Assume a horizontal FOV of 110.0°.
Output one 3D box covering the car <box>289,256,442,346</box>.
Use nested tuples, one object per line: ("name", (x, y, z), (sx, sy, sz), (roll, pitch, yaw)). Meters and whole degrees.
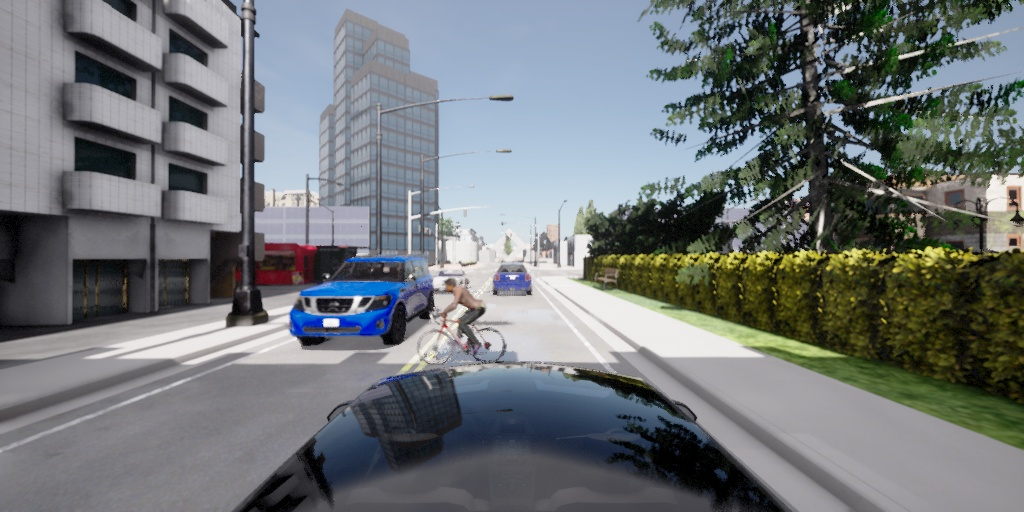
("car", (-3.633, 1.015, 9.941), (2.150, 2.045, 5.566), (0, -1, 0))

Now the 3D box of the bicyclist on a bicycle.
("bicyclist on a bicycle", (-0.953, 1.226, 6.647), (1.656, 1.620, 0.582), (-2, 0, 0))

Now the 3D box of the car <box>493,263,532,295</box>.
("car", (0.014, 1.197, 20.810), (2.097, 1.767, 4.553), (0, 0, 0))

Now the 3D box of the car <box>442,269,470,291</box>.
("car", (-3.660, 1.447, 21.126), (1.895, 1.301, 4.718), (0, 0, 0))
